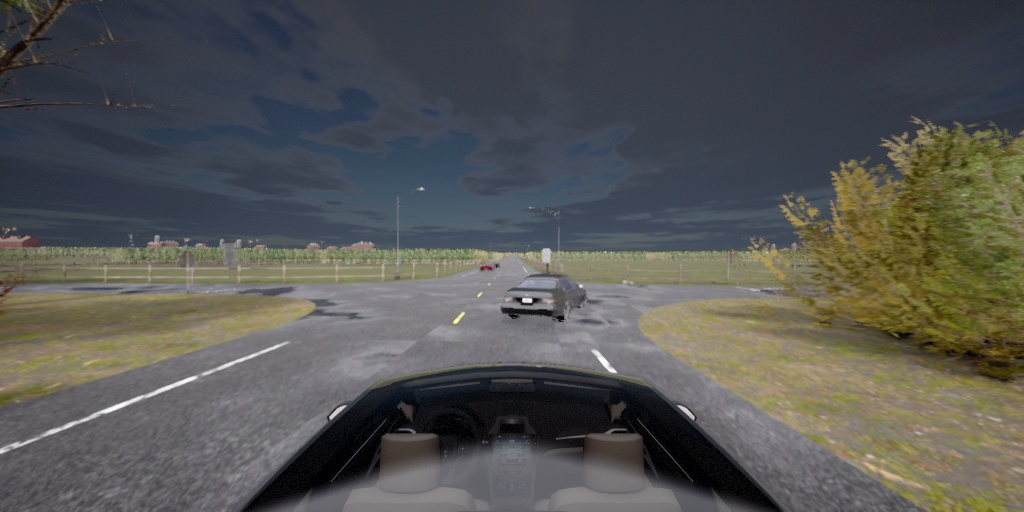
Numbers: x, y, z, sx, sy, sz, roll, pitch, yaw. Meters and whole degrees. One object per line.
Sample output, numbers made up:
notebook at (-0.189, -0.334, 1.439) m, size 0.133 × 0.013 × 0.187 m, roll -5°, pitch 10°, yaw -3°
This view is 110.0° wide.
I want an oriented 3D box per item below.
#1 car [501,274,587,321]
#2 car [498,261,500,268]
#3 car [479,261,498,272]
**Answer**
car at (1.336, 1.338, 12.737) m, size 2.033 × 1.411 × 5.357 m, roll 0°, pitch 0°, yaw 21°
car at (-3.146, 1.530, 64.725) m, size 1.895 × 1.301 × 4.718 m, roll 0°, pitch 0°, yaw 1°
car at (-3.356, 1.496, 48.547) m, size 1.895 × 1.301 × 4.718 m, roll 0°, pitch 0°, yaw 1°
